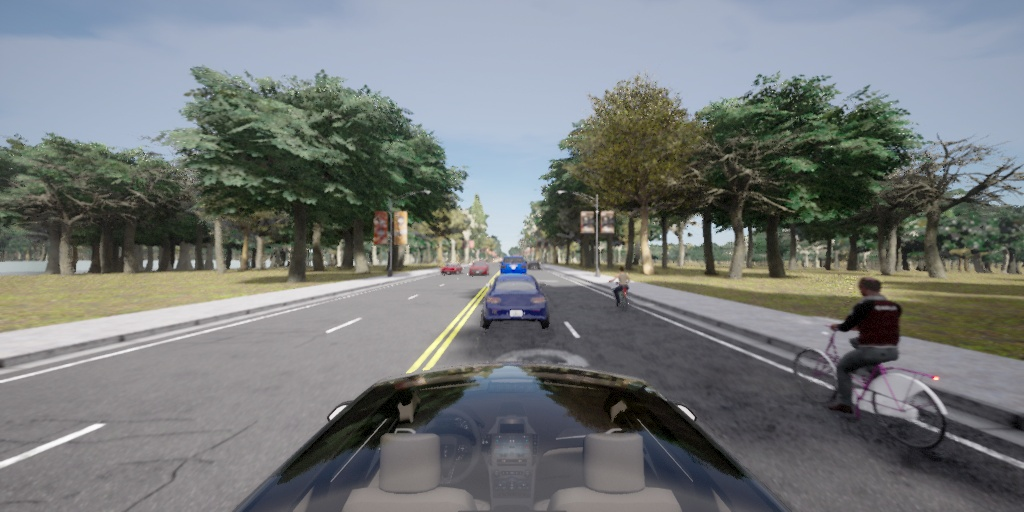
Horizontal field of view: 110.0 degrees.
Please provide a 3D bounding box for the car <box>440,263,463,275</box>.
[{"bbox_3d":[-6.569,1.409,39.329,1.895,1.301,4.718,0,0,0],"label":"car"}]

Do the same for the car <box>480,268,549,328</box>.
[{"bbox_3d":[0.104,1.287,11.361,1.812,1.442,4.674,0,0,0],"label":"car"}]

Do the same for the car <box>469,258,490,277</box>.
[{"bbox_3d":[-3.321,1.281,37.098,1.882,1.535,5.008,0,0,0],"label":"car"}]

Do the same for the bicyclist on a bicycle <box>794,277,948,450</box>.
[{"bbox_3d":[4.144,1.125,4.355,0.659,1.776,1.843,0,0,0],"label":"bicyclist on a bicycle"}]

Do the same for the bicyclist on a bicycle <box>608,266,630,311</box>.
[{"bbox_3d":[4.132,1.201,13.614,0.866,1.612,1.509,0,0,0],"label":"bicyclist on a bicycle"}]

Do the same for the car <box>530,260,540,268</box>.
[{"bbox_3d":[3.386,1.365,56.752,1.837,1.490,4.892,0,0,0],"label":"car"}]

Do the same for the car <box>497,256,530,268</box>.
[{"bbox_3d":[0.117,1.011,30.171,2.150,2.045,5.566,0,0,0],"label":"car"}]
